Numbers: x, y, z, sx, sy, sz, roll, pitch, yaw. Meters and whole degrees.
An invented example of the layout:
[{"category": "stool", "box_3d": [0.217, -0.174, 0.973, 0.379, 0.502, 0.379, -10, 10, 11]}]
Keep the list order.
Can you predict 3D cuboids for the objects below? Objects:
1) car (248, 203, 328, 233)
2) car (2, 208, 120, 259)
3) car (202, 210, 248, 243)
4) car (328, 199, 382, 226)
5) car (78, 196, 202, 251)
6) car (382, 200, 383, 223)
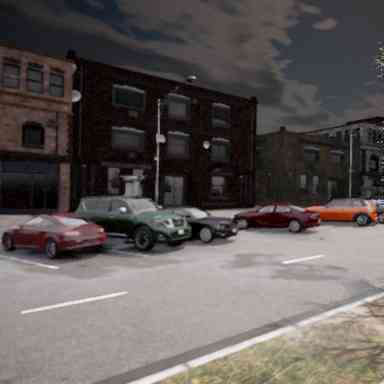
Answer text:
[{"category": "car", "box_3d": [4.816, 1.404, 19.178, 5.008, 1.535, 2.097, -1, 0, 36]}, {"category": "car", "box_3d": [-5.173, 1.496, 12.376, 4.674, 1.452, 2.002, -1, 0, 35]}, {"category": "car", "box_3d": [-0.201, 1.431, 15.819, 5.008, 1.535, 2.097, -1, -1, 35]}, {"category": "car", "box_3d": [9.884, 1.253, 22.477, 4.553, 1.767, 2.185, -1, 0, 37]}, {"category": "car", "box_3d": [-2.668, 1.192, 14.095, 5.566, 2.045, 2.435, -1, -1, 35]}, {"category": "car", "box_3d": [12.417, 1.367, 24.121, 4.892, 1.521, 2.231, -1, 0, 37]}]
